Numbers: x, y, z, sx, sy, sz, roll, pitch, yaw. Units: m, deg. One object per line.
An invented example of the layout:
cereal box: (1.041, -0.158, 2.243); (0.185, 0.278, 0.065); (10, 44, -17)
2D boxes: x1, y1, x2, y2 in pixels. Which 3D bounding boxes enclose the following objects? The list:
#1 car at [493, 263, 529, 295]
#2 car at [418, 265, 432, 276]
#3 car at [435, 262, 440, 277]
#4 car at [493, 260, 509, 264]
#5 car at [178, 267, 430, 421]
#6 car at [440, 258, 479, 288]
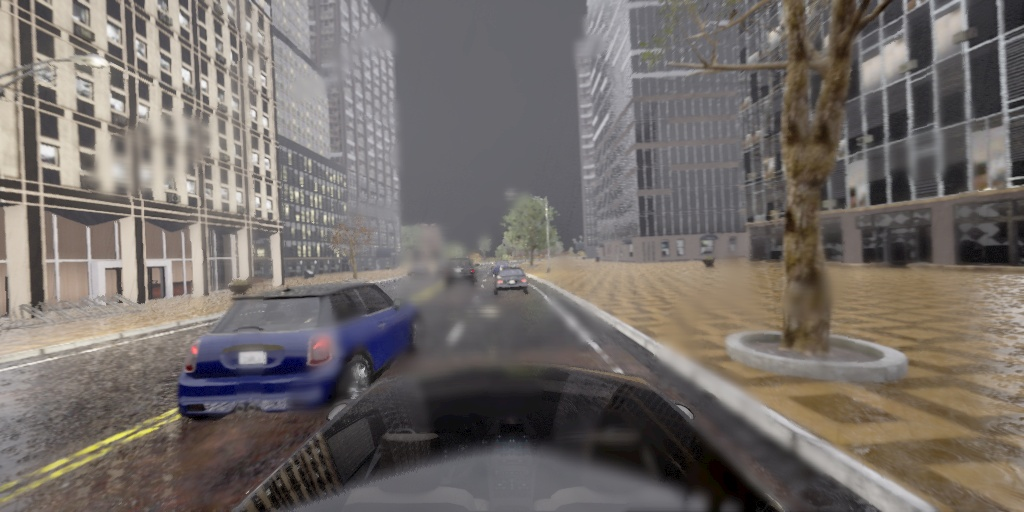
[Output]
car: (-0.082, 1.321, 20.153); (2.033, 1.411, 5.357); (-3, 0, -2)
car: (-11.151, 1.862, 43.853); (2.033, 1.411, 5.357); (-3, 0, -2)
car: (-7.893, 1.390, 43.868); (2.150, 2.045, 5.566); (-3, 0, -2)
car: (-1.130, 1.203, 41.584); (2.097, 1.767, 4.553); (-3, 0, -2)
car: (-3.085, 1.247, 6.405); (2.097, 1.767, 4.553); (-3, 0, 0)
car: (-3.625, 1.165, 26.321); (2.150, 2.045, 5.566); (-3, 0, -3)
